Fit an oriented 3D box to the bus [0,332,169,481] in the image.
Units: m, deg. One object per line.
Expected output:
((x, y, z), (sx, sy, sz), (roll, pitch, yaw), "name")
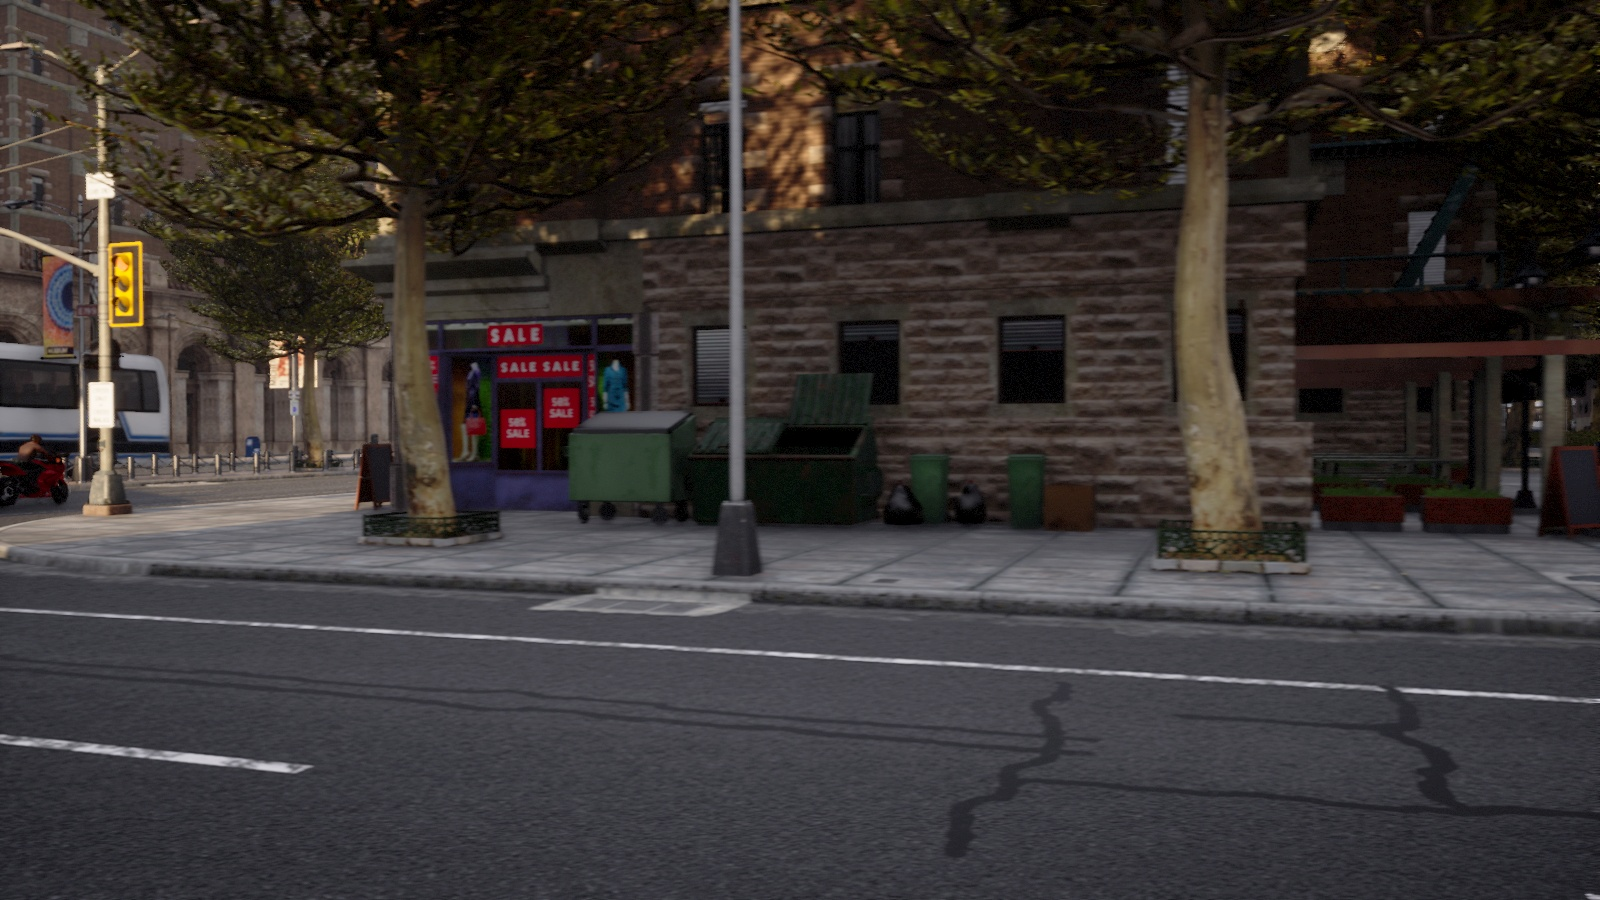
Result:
((-24.399, -1.259, 37.212), (3.944, 4.253, 10.273), (1, 0, 19), "bus")

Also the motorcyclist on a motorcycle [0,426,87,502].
((-16.176, 0.306, 26.476), (0.797, 1.523, 2.044), (-3, -1, 11), "motorcyclist on a motorcycle")

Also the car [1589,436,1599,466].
((39.319, 0.052, 59.924), (1.812, 1.442, 4.674), (1, 1, 19), "car")
